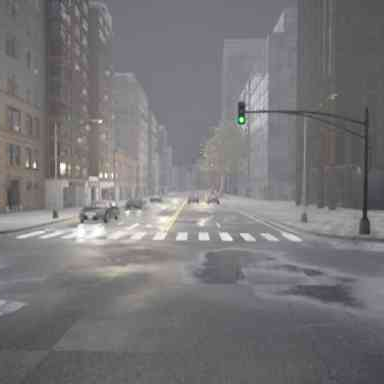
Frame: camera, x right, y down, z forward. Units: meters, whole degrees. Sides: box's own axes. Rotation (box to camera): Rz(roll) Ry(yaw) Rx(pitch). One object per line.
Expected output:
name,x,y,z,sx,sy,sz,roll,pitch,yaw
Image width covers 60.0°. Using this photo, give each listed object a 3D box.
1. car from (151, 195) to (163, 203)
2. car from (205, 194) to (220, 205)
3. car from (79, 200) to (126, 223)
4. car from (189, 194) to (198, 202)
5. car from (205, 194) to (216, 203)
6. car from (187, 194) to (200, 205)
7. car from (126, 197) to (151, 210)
car,-6.233,1.219,58.514,2.033,1.411,5.357,0,0,0
car,3.498,1.278,54.298,1.812,1.442,4.674,0,0,0
car,-6.479,1.328,23.711,2.128,1.511,4.902,0,0,1
car,0.292,1.180,64.317,1.837,1.490,4.892,0,0,0
car,3.543,1.175,64.303,1.882,1.535,5.008,0,0,0
car,0.246,1.224,53.895,2.128,1.511,4.902,0,0,0
car,-6.406,1.314,38.397,2.033,1.411,5.357,0,0,0
